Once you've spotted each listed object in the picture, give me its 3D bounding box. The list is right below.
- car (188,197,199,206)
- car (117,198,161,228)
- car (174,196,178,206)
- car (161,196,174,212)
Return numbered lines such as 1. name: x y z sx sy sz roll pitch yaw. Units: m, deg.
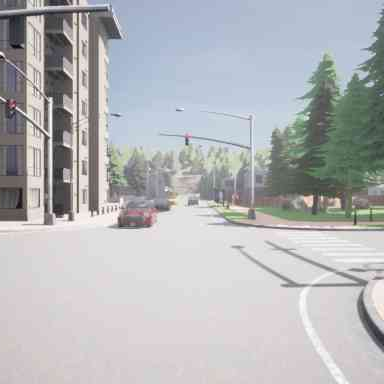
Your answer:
1. car: 0.196 1.547 55.737 2.033 1.411 5.357 0 0 0
2. car: -3.524 1.351 22.088 2.097 1.767 4.553 0 0 0
3. car: -3.335 1.477 56.624 1.882 1.535 5.008 0 0 1
4. car: -3.462 1.478 38.720 1.882 1.535 5.008 0 0 0
